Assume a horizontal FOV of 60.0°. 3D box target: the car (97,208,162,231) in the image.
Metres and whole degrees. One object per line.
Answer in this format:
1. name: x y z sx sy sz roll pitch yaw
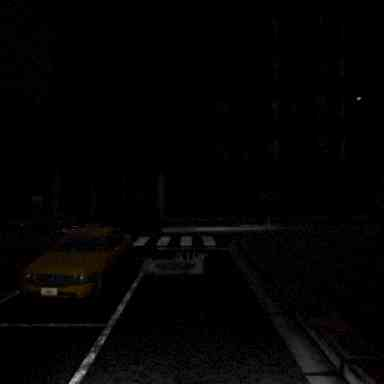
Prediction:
1. car: -4.149 1.575 19.481 4.718 1.301 1.895 -1 -1 0

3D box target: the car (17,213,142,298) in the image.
1. car: -2.619 1.508 8.533 1.752 1.417 4.829 1 0 0
